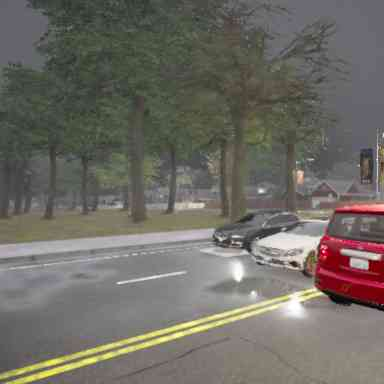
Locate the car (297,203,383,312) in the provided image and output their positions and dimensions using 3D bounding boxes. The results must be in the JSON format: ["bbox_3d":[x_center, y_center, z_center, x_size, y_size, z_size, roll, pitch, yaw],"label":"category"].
[{"bbox_3d":[4.879,1.254,6.918,5.566,2.045,2.150,0,0,-35],"label":"car"}]

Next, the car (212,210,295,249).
[{"bbox_3d":[3.065,1.548,13.781,4.892,1.490,1.837,1,0,-35],"label":"car"}]

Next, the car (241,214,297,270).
[{"bbox_3d":[3.977,1.562,10.450,4.674,1.442,1.812,1,0,-35],"label":"car"}]
